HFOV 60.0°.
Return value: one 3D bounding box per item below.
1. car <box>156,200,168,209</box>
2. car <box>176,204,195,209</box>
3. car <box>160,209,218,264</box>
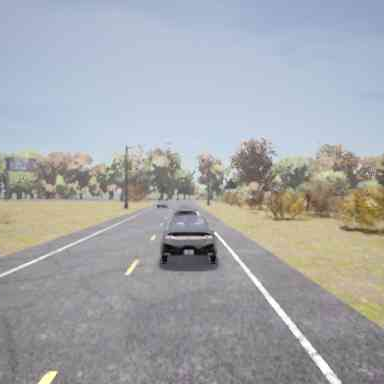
[{"bbox_3d":[-5.043,2.066,56.728,2.033,1.411,5.357,0,0,-1],"label":"car"},{"bbox_3d":[-0.546,1.765,27.461,1.837,1.490,4.892,0,0,-1],"label":"car"},{"bbox_3d":[-0.121,1.613,12.395,2.128,1.511,4.902,0,0,-1],"label":"car"}]
